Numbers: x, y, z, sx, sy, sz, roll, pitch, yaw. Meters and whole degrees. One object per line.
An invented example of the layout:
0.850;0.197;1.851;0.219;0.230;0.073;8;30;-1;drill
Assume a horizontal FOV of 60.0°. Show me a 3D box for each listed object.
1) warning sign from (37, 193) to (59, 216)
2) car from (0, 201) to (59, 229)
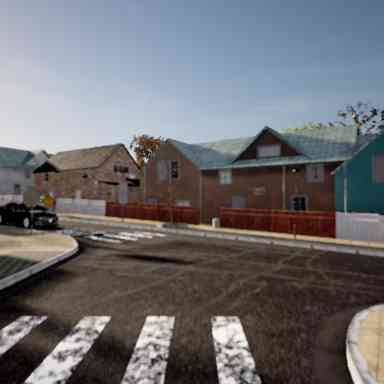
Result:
-12.303;1.039;28.429;1.060;1.860;1.300;-1;0;32;warning sign
-10.401;1.392;20.937;4.892;1.490;1.837;2;-1;32;car
